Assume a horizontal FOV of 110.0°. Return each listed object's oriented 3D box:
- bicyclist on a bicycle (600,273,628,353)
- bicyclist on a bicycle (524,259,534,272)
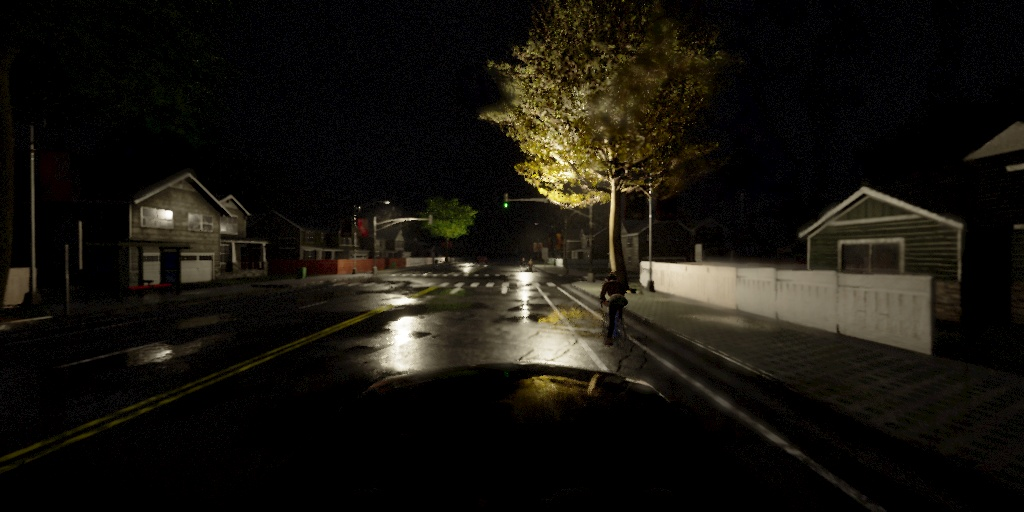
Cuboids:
[{"bbox_3d":[2.248,1.202,7.929,0.582,1.620,1.656,0,0,0],"label":"bicyclist on a bicycle"},{"bbox_3d":[2.263,1.164,43.204,0.866,1.612,1.509,0,0,0],"label":"bicyclist on a bicycle"}]
